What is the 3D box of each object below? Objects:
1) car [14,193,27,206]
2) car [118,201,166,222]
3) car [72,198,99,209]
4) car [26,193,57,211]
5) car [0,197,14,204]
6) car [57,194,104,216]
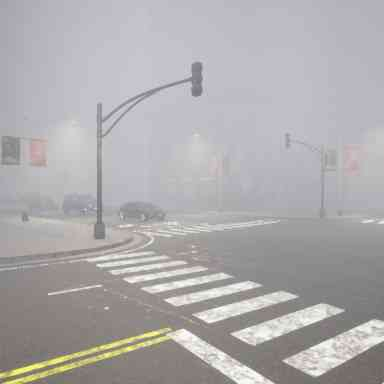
[{"bbox_3d":[-26.077,1.199,53.379,5.566,2.045,2.150,0,0,45],"label":"car"},{"bbox_3d":[-4.041,1.495,26.397,1.837,1.490,4.892,0,0,-44],"label":"car"},{"bbox_3d":[-15.025,1.554,46.893,1.994,1.385,4.181,0,0,-45],"label":"car"},{"bbox_3d":[-18.143,1.334,40.548,2.097,1.767,4.553,0,0,-45],"label":"car"},{"bbox_3d":[-33.657,1.533,60.975,1.994,1.385,4.181,0,0,-45],"label":"car"},{"bbox_3d":[-11.052,1.208,33.428,2.150,2.045,5.566,0,0,-45],"label":"car"}]
